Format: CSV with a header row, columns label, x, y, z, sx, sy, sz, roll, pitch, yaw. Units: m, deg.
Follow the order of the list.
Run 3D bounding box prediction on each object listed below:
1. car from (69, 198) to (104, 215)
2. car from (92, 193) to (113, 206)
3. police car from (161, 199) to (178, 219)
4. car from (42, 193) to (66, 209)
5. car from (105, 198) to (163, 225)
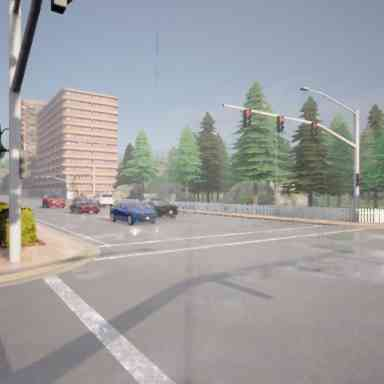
label,x,y,z,sx,sy,sz,roll,pitch,yaw
car,-10.918,1.601,33.719,1.895,1.301,4.718,0,0,-35
car,-13.626,1.221,50.145,2.150,2.045,5.566,0,0,-34
police car,-3.163,1.425,28.829,1.930,1.638,5.238,0,0,-35
car,-18.828,1.223,45.188,2.150,2.045,5.566,0,0,-34
car,-4.385,1.478,24.301,1.882,1.535,5.008,0,0,-35
